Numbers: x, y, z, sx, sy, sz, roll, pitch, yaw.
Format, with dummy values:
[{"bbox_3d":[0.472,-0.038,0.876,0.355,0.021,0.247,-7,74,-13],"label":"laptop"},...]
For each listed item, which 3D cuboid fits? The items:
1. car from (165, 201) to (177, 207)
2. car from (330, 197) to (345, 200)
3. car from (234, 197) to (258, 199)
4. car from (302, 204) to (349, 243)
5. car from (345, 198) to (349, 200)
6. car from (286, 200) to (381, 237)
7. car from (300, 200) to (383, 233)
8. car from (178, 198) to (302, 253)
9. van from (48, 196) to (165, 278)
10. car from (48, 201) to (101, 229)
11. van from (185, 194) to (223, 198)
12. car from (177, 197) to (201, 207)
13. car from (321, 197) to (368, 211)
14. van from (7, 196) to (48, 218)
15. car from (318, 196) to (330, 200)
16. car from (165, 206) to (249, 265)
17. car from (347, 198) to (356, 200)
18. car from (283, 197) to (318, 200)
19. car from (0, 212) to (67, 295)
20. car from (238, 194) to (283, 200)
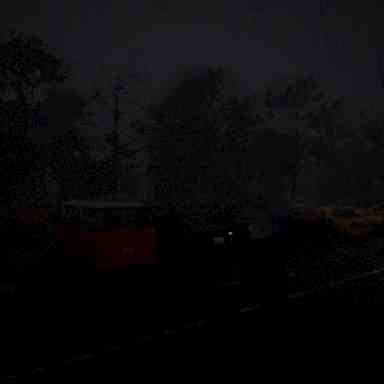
[{"bbox_3d":[-3.547,1.450,25.702,2.163,1.488,4.792,0,0,-35],"label":"car"},{"bbox_3d":[14.551,1.480,38.480,2.163,1.488,4.792,0,0,-35],"label":"car"},{"bbox_3d":[3.258,1.449,30.463,2.163,1.488,4.792,0,0,-35],"label":"car"},{"bbox_3d":[4.004,1.425,14.979,2.231,1.521,4.892,0,0,-35],"label":"car"},{"bbox_3d":[16.673,1.331,40.061,2.185,1.767,4.553,0,0,-35],"label":"car"},{"bbox_3d":[6.149,1.416,16.737,1.946,1.575,5.366,0,0,-35],"label":"car"},{"bbox_3d":[8.527,1.416,17.971,1.946,1.575,5.366,0,0,-35],"label":"car"},{"bbox_3d":[1.715,1.311,13.400,2.185,1.767,4.553,0,0,-35],"label":"car"},{"bbox_3d":[-2.860,1.244,10.256,1.878,1.987,4.442,0,0,-35],"label":"van"},{"bbox_3d":[-8.049,1.447,22.477,2.097,1.535,5.008,0,0,-35],"label":"car"},{"bbox_3d":[0.814,1.190,28.906,1.878,1.987,4.442,0,0,-35],"label":"van"},{"bbox_3d":[-1.395,1.445,27.230,2.163,1.488,4.792,0,0,-35],"label":"car"},{"bbox_3d":[18.954,1.462,41.636,2.097,1.535,5.008,0,0,-35],"label":"car"},{"bbox_3d":[-10.373,1.240,20.963,1.878,1.987,4.442,0,0,-35],"label":"van"},{"bbox_3d":[12.276,1.484,36.898,2.002,1.452,4.674,0,0,-35],"label":"car"},{"bbox_3d":[-0.544,1.481,11.794,2.163,1.488,4.792,0,0,-35],"label":"car"},{"bbox_3d":[13.153,1.426,21.255,1.946,1.575,5.366,0,0,-35],"label":"car"},{"bbox_3d":[10.124,1.435,35.145,1.946,1.575,5.366,0,0,-35],"label":"car"},{"bbox_3d":[-5.038,1.517,8.531,2.163,1.488,4.792,0,0,-35],"label":"car"},{"bbox_3d":[5.483,1.174,32.113,2.435,2.045,5.566,0,0,-35],"label":"car"}]
